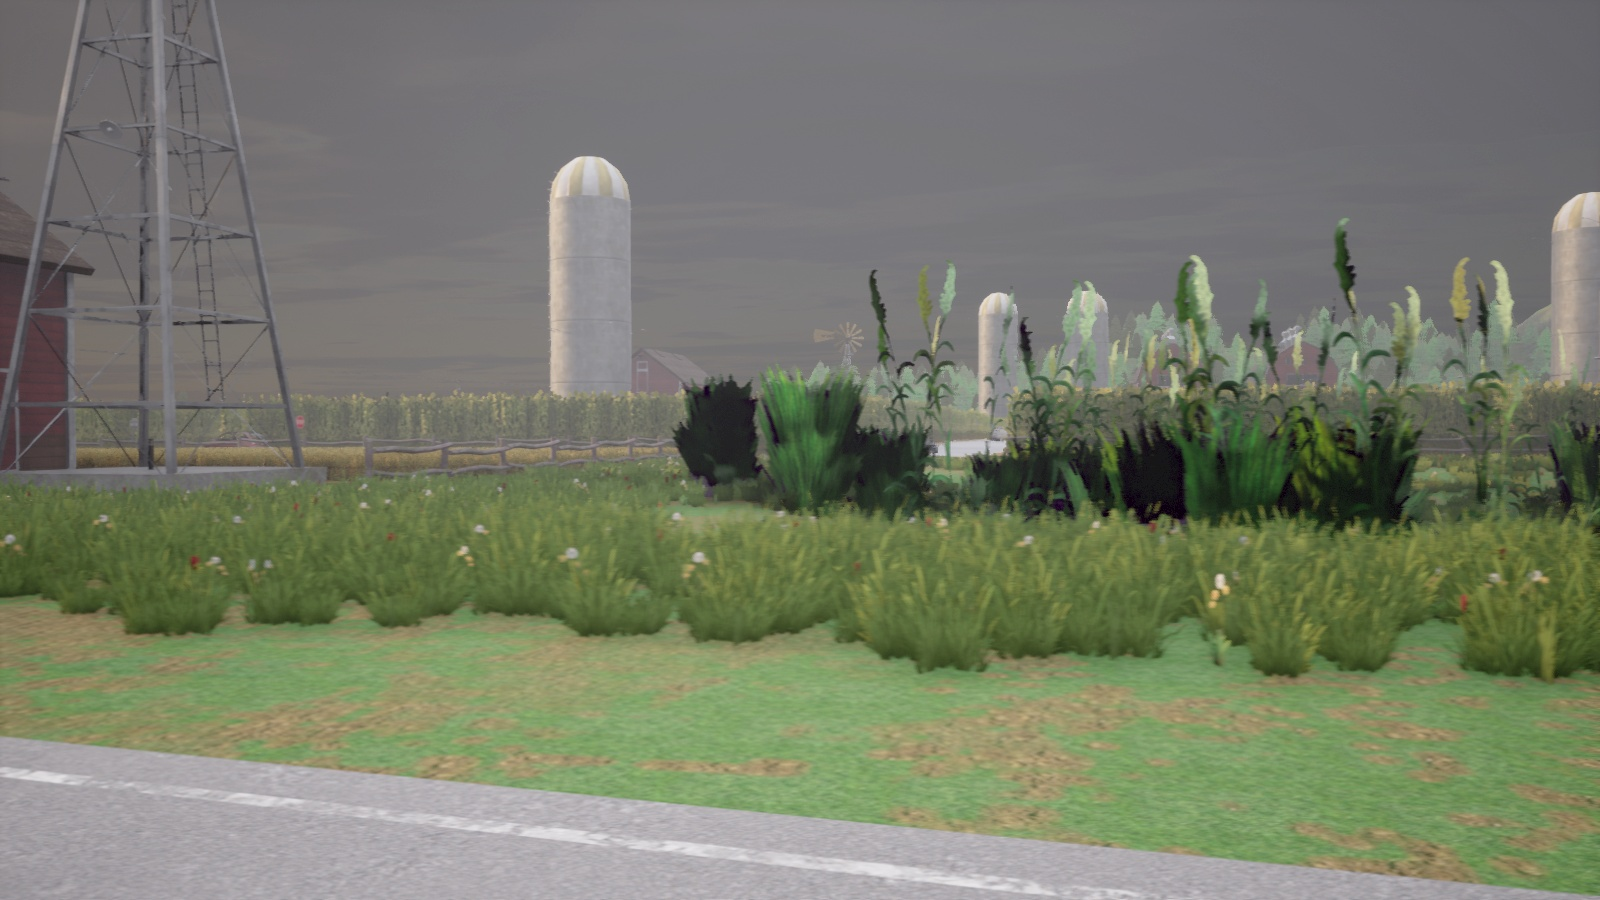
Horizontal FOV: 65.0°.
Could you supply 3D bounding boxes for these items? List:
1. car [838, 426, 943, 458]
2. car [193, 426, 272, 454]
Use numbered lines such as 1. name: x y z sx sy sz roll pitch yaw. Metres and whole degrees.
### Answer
1. car: 4.708 -0.425 65.446 5.027 1.651 2.152 0 1 -22
2. car: -33.903 -0.606 75.099 3.988 1.617 1.851 0 1 13
